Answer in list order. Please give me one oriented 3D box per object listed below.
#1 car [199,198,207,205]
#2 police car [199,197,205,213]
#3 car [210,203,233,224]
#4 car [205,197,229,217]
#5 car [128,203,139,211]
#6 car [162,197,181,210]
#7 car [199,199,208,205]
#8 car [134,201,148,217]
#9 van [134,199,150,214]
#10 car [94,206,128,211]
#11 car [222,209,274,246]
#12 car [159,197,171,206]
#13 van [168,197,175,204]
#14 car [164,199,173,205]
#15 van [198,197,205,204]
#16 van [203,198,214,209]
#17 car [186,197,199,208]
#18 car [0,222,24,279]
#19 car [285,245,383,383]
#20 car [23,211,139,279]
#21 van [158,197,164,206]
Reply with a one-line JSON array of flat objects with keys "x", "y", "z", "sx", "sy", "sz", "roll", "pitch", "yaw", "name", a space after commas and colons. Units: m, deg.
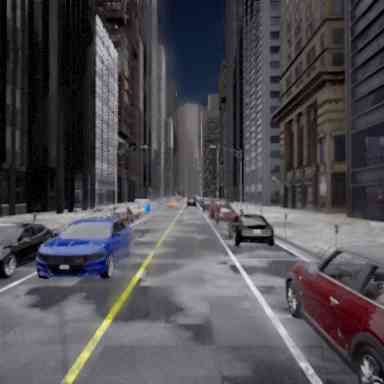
[{"x": 2.667, "y": 2.314, "z": 83.407, "sx": 1.967, "sy": 1.590, "sz": 4.097, "roll": 0, "pitch": -1, "yaw": 0, "name": "car"}, {"x": 2.315, "y": 1.887, "z": 44.817, "sx": 1.930, "sy": 1.638, "sz": 5.238, "roll": 0, "pitch": -1, "yaw": 0, "name": "police car"}, {"x": 2.732, "y": 1.861, "z": 27.318, "sx": 1.802, "sy": 1.307, "sz": 4.206, "roll": 0, "pitch": -1, "yaw": 0, "name": "car"}, {"x": 2.726, "y": 1.652, "z": 32.929, "sx": 2.192, "sy": 1.841, "sz": 5.009, "roll": 0, "pitch": -1, "yaw": 0, "name": "car"}, {"x": -5.793, "y": 1.860, "z": 27.295, "sx": 1.802, "sy": 1.307, "sz": 4.206, "roll": 0, "pitch": -1, "yaw": 0, "name": "car"}, {"x": -3.134, "y": 2.014, "z": 51.774, "sx": 1.882, "sy": 1.535, "sz": 5.008, "roll": 0, "pitch": -1, "yaw": 0, "name": "car"}, {"x": 2.673, "y": 2.358, "z": 77.798, "sx": 1.887, "sy": 1.381, "sz": 4.507, "roll": 0, "pitch": -1, "yaw": 0, "name": "car"}, {"x": -5.799, "y": 1.861, "z": 32.735, "sx": 1.752, "sy": 1.417, "sz": 4.829, "roll": 0, "pitch": -1, "yaw": 0, "name": "car"}, {"x": -5.806, "y": 1.737, "z": 38.516, "sx": 1.690, "sy": 1.788, "sz": 3.998, "roll": 0, "pitch": -1, "yaw": 0, "name": "van"}, {"x": -5.786, "y": 1.771, "z": 21.686, "sx": 2.008, "sy": 1.369, "sz": 4.403, "roll": 0, "pitch": -1, "yaw": 0, "name": "car"}, {"x": 2.745, "y": 1.729, "z": 16.100, "sx": 1.947, "sy": 1.339, "sz": 4.313, "roll": 0, "pitch": -1, "yaw": 0, "name": "car"}, {"x": -5.845, "y": 2.068, "z": 72.171, "sx": 2.192, "sy": 1.841, "sz": 5.009, "roll": 0, "pitch": -1, "yaw": 0, "name": "car"}, {"x": -5.871, "y": 2.336, "z": 94.608, "sx": 1.690, "sy": 1.788, "sz": 3.998, "roll": 0, "pitch": -1, "yaw": 0, "name": "van"}, {"x": -5.858, "y": 2.425, "z": 83.387, "sx": 2.008, "sy": 1.369, "sz": 4.403, "roll": 0, "pitch": -1, "yaw": 0, "name": "car"}, {"x": 2.654, "y": 2.337, "z": 94.626, "sx": 1.690, "sy": 1.788, "sz": 3.998, "roll": 0, "pitch": -1, "yaw": 0, "name": "van"}, {"x": 2.700, "y": 1.915, "z": 55.364, "sx": 1.690, "sy": 1.788, "sz": 3.998, "roll": 0, "pitch": -1, "yaw": 0, "name": "van"}, {"x": -0.072, "y": 2.129, "z": 62.595, "sx": 1.882, "sy": 1.535, "sz": 5.008, "roll": 0, "pitch": -1, "yaw": 0, "name": "car"}, {"x": -5.773, "y": 1.672, "z": 10.468, "sx": 1.947, "sy": 1.339, "sz": 4.313, "roll": 0, "pitch": -1, "yaw": 0, "name": "car"}, {"x": 2.759, "y": 1.490, "z": 4.884, "sx": 1.967, "sy": 1.590, "sz": 4.097, "roll": 0, "pitch": -1, "yaw": 0, "name": "car"}, {"x": -3.112, "y": 1.585, "z": 10.612, "sx": 1.882, "sy": 1.535, "sz": 5.008, "roll": 0, "pitch": -1, "yaw": 0, "name": "car"}, {"x": -5.838, "y": 2.034, "z": 66.562, "sx": 1.690, "sy": 1.788, "sz": 3.998, "roll": 0, "pitch": -1, "yaw": 0, "name": "van"}]
